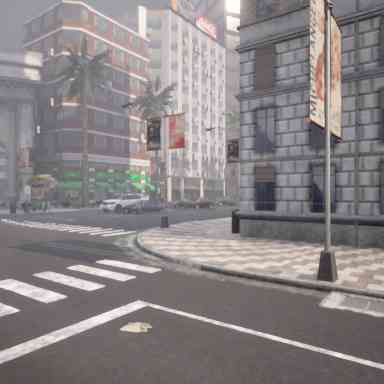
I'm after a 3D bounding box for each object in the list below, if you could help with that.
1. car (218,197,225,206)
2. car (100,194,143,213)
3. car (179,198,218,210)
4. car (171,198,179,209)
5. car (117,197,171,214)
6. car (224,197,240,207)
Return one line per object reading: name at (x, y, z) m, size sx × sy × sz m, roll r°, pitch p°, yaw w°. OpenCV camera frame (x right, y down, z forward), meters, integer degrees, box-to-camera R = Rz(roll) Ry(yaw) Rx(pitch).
car at (4.926, 1.491, 53.578) m, size 4.902 × 1.511 × 2.128 m, roll 0°, pitch 0°, yaw -44°
car at (-7.728, 1.221, 37.819) m, size 2.150 × 2.045 × 5.566 m, roll 0°, pitch 0°, yaw 36°
car at (0.951, 1.477, 43.602) m, size 1.882 × 1.535 × 5.008 m, roll 0°, pitch 0°, yaw 38°
car at (-1.727, 1.525, 45.821) m, size 1.812 × 1.442 × 4.674 m, roll 0°, pitch 0°, yaw 37°
car at (-5.014, 1.547, 35.625) m, size 2.033 × 1.411 × 5.357 m, roll 0°, pitch 0°, yaw 36°
car at (7.483, 1.564, 51.198) m, size 4.181 × 1.385 × 1.994 m, roll 0°, pitch 0°, yaw -43°
